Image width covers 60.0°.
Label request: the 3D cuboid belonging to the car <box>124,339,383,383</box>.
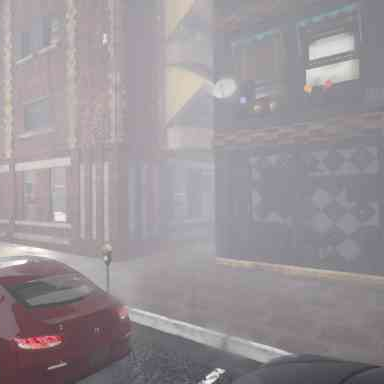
[{"bbox_3d":[1.941,1.566,1.464,4.313,1.339,1.947,0,-1,35],"label":"car"}]

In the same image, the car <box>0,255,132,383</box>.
[{"bbox_3d":[-2.670,1.583,4.741,4.206,1.307,1.802,0,-1,35],"label":"car"}]
